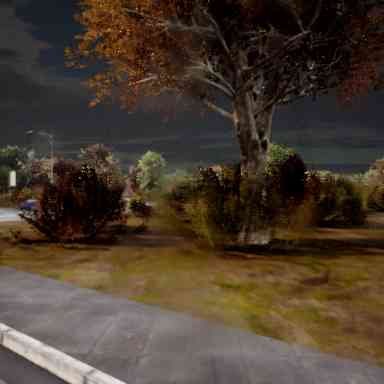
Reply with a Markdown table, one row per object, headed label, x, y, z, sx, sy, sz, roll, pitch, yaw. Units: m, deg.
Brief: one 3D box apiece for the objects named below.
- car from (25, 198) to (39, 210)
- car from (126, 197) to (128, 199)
| label | x | y | z | sx | sy | sz | roll | pitch | yaw |
| --- | --- | --- | --- | --- | --- | --- | --- | --- | --- |
| car | -17.641 | 1.630 | 40.744 | 1.994 | 1.385 | 4.181 | 0 | 0 | 34 |
| car | -10.288 | 1.545 | 51.905 | 1.882 | 1.535 | 5.008 | 0 | 0 | 34 |
